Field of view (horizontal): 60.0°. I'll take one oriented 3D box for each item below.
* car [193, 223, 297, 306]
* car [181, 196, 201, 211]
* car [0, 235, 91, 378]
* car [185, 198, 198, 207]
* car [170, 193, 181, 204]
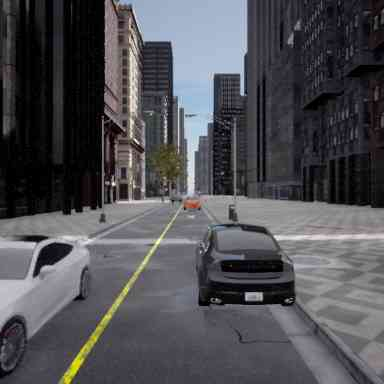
[{"bbox_3d":[1.036,1.510,8.000,1.837,1.490,4.892,0,0,0],"label":"car"},{"bbox_3d":[0.008,1.392,42.605,2.097,1.767,4.553,0,0,-1],"label":"car"},{"bbox_3d":[-3.109,1.528,5.658,1.812,1.442,4.674,0,0,0],"label":"car"},{"bbox_3d":[-0.100,1.623,52.578,1.994,1.385,4.181,0,0,0],"label":"car"},{"bbox_3d":[-3.127,1.317,67.582,2.150,2.045,5.566,0,0,0],"label":"car"}]
